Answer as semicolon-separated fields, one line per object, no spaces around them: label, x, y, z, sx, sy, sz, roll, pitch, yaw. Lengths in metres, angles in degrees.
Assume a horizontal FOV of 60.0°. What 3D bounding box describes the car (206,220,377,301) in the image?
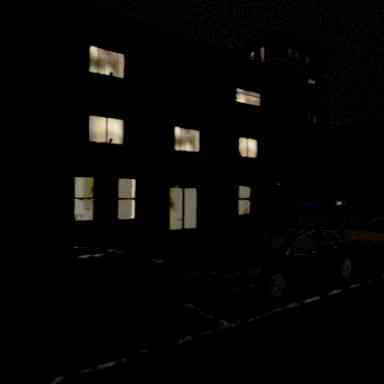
car;2.351;1.516;8.179;4.403;1.369;2.008;0;1;-35

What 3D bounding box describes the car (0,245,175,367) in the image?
car;-2.280;1.562;4.877;4.313;1.339;1.947;0;1;-35

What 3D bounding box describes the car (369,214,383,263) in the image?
car;6.743;1.462;11.521;4.829;1.417;1.752;0;1;-35

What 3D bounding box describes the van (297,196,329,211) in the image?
van;15.435;1.453;42.604;1.690;1.788;3.998;0;-1;-35
